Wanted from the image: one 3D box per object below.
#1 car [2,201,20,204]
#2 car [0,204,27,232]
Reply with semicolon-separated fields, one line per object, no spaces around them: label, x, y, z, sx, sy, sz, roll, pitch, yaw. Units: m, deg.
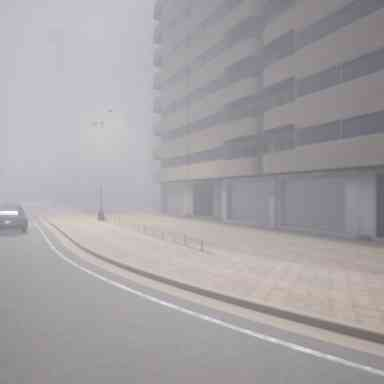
car;-17.117;1.606;31.436;1.882;1.535;5.008;1;0;-28
car;-11.129;1.647;20.190;1.994;1.385;4.181;1;-1;-28
